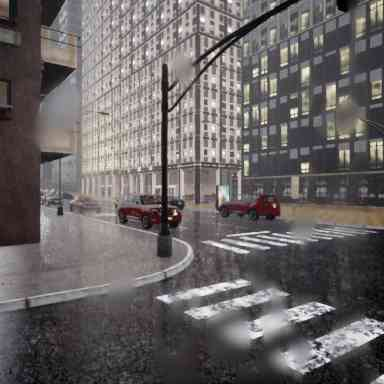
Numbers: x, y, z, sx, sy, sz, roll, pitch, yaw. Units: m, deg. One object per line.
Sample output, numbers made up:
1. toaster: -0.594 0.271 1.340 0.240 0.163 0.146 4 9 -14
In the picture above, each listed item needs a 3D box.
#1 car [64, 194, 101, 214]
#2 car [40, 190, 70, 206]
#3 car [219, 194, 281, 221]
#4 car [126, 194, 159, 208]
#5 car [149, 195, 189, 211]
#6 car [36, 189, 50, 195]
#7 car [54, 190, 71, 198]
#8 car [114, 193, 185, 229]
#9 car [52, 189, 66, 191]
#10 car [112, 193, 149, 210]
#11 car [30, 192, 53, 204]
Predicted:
1. car: -9.140 1.067 28.250 1.802 1.307 4.206 2 0 -36
2. car: -15.661 0.827 37.222 2.008 1.369 4.403 2 0 -36
3. car: 4.131 1.027 24.255 2.192 1.841 5.009 1 0 -36
4. car: -5.661 0.965 37.716 1.947 1.339 4.313 1 0 -36
5. car: -2.398 1.070 33.229 1.947 1.339 4.313 1 0 -36
6. car: -35.016 -0.011 78.097 1.887 1.381 4.507 1 0 -36
7. car: -25.231 0.309 64.637 1.887 1.381 4.507 1 0 -36
8. car: -2.610 1.008 19.278 2.192 1.841 5.009 2 0 -36
9. car: -21.291 0.519 54.789 1.994 1.385 4.181 0 1 -36
10. car: -6.461 0.940 34.385 1.837 1.490 4.892 0 1 -36
11. car: -18.923 0.752 41.707 1.802 1.307 4.206 2 0 -36
